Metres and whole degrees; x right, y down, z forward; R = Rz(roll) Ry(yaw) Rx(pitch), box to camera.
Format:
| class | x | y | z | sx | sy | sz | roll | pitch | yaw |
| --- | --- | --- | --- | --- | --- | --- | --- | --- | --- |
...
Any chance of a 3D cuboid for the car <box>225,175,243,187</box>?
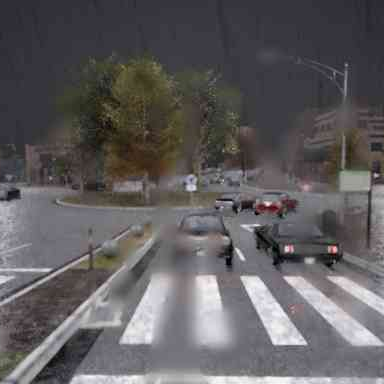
| class | x | y | z | sx | sy | sz | roll | pitch | yaw |
| --- | --- | --- | --- | --- | --- | --- | --- | --- | --- |
| car | 7.841 | -1.819 | 62.872 | 1.837 | 1.490 | 4.892 | 0 | 5 | -1 |

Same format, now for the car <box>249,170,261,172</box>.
| class | x | y | z | sx | sy | sz | roll | pitch | yaw |
| --- | --- | --- | --- | --- | --- | --- | --- | --- | --- |
| car | 14.725 | -4.074 | 85.938 | 4.553 | 1.767 | 2.185 | 1 | 5 | 10 |

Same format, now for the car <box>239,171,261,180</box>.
| class | x | y | z | sx | sy | sz | roll | pitch | yaw |
| --- | --- | --- | --- | --- | --- | --- | --- | --- | --- |
| car | 14.190 | -3.700 | 83.259 | 4.892 | 1.521 | 2.231 | 1 | 5 | 10 |

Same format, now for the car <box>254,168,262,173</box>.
| class | x | y | z | sx | sy | sz | roll | pitch | yaw |
| --- | --- | --- | --- | --- | --- | --- | --- | --- | --- |
| car | 15.714 | -4.700 | 91.316 | 5.566 | 2.045 | 2.435 | 1 | 5 | 11 |

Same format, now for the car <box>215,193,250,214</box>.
| class | x | y | z | sx | sy | sz | roll | pitch | yaw |
| --- | --- | --- | --- | --- | --- | --- | --- | --- | --- |
| car | 3.609 | 0.814 | 26.418 | 2.128 | 1.511 | 4.902 | 2 | 5 | 35 |

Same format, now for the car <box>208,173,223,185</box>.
| class | x | y | z | sx | sy | sz | roll | pitch | yaw |
| --- | --- | --- | --- | --- | --- | --- | --- | --- | --- |
| car | 4.772 | -2.520 | 69.058 | 2.097 | 1.767 | 4.553 | 0 | 5 | 1 |

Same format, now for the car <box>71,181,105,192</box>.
| class | x | y | z | sx | sy | sz | roll | pitch | yaw |
| --- | --- | --- | --- | --- | --- | --- | --- | --- | --- |
| car | -15.889 | -0.919 | 51.064 | 5.008 | 1.535 | 1.882 | -2 | 5 | -27 |

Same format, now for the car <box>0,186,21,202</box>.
| class | x | y | z | sx | sy | sz | roll | pitch | yaw |
| --- | --- | --- | --- | --- | --- | --- | --- | --- | --- |
| car | -20.030 | 0.153 | 35.840 | 2.128 | 1.511 | 4.902 | -1 | 4 | -10 |

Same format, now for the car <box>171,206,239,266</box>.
| class | x | y | z | sx | sy | sz | roll | pitch | yaw |
| --- | --- | --- | --- | --- | --- | --- | --- | --- | --- |
| car | 0.353 | 1.491 | 11.598 | 2.128 | 1.511 | 4.902 | 0 | 0 | 1 |

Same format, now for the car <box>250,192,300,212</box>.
| class | x | y | z | sx | sy | sz | roll | pitch | yaw |
| --- | --- | --- | --- | --- | --- | --- | --- | --- | --- |
| car | 6.512 | 0.767 | 25.091 | 2.097 | 1.767 | 4.553 | 3 | 5 | 34 |

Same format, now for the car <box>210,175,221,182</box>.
| class | x | y | z | sx | sy | sz | roll | pitch | yaw |
| --- | --- | --- | --- | --- | --- | --- | --- | --- | --- |
| car | 5.588 | -3.205 | 78.888 | 1.994 | 1.385 | 4.181 | 1 | 5 | 10 |

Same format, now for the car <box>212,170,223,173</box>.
| class | x | y | z | sx | sy | sz | roll | pitch | yaw |
| --- | --- | --- | --- | --- | --- | --- | --- | --- | --- |
| car | 7.276 | -4.307 | 88.718 | 2.097 | 1.767 | 4.553 | 1 | 5 | 10 |

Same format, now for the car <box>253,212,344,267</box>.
| class | x | y | z | sx | sy | sz | roll | pitch | yaw |
| --- | --- | --- | --- | --- | --- | --- | --- | --- | --- |
| car | 3.347 | 1.608 | 11.509 | 1.895 | 1.301 | 4.718 | 0 | 0 | 1 |

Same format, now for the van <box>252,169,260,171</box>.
| class | x | y | z | sx | sy | sz | roll | pitch | yaw |
| --- | --- | --- | --- | --- | --- | --- | --- | --- | --- |
| van | 15.079 | -4.427 | 88.655 | 4.442 | 1.987 | 1.878 | 1 | 5 | 10 |
